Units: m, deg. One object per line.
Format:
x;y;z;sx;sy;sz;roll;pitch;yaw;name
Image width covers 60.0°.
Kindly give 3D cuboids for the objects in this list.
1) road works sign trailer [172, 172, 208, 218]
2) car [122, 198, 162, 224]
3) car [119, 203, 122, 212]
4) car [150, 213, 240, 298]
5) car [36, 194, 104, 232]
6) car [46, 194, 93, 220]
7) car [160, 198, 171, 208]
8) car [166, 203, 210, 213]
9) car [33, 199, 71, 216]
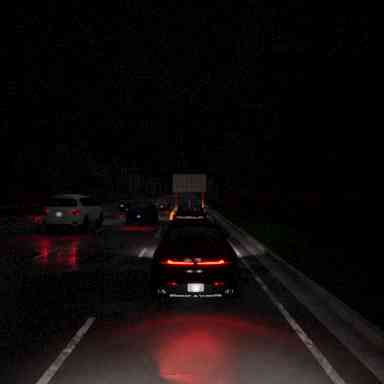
-0.171;0.460;22.762;2.380;3.560;2.880;0;0;-3;road works sign trailer
-3.570;1.473;24.591;1.882;1.535;5.008;0;0;0;car
-7.190;1.593;39.150;1.895;1.301;4.718;0;0;0;car
0.053;1.503;8.505;1.837;1.490;4.892;0;0;0;car
-7.034;1.220;20.240;2.150;2.045;5.566;0;0;0;car
-10.610;1.215;29.445;2.150;2.045;5.566;0;0;0;car
-3.727;1.517;42.189;1.812;1.442;4.674;0;0;-2;car
-0.050;1.484;18.892;2.128;1.511;4.902;0;0;1;car
-14.146;1.500;33.921;1.837;1.490;4.892;0;1;0;car
